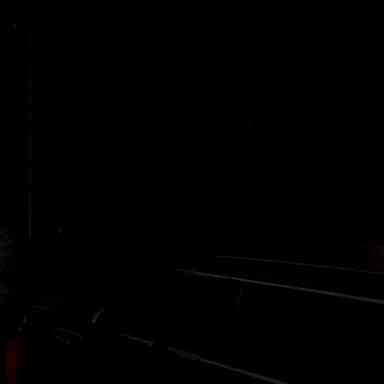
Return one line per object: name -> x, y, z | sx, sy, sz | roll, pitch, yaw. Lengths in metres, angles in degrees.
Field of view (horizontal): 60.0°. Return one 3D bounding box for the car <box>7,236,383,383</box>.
car -> 0.573, 1.315, 2.666 | 5.009, 1.841, 2.192 | 0, 0, 35
